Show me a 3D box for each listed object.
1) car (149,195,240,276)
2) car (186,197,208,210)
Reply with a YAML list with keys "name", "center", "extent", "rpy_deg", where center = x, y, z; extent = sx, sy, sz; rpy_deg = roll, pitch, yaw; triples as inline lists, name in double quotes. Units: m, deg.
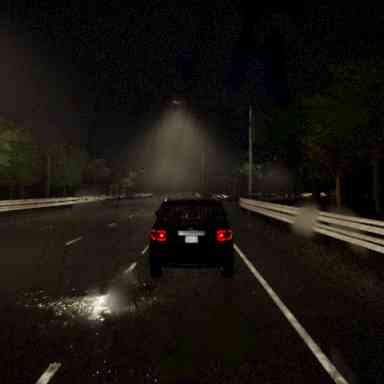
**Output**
- name: "car"
  center: [-0.011, 1.174, 10.343]
  extent: [2.150, 2.045, 5.566]
  rpy_deg: [0, 0, 0]
- name: "car"
  center: [0.736, 1.361, 40.603]
  extent: [2.033, 1.411, 5.357]
  rpy_deg: [0, 0, 8]
